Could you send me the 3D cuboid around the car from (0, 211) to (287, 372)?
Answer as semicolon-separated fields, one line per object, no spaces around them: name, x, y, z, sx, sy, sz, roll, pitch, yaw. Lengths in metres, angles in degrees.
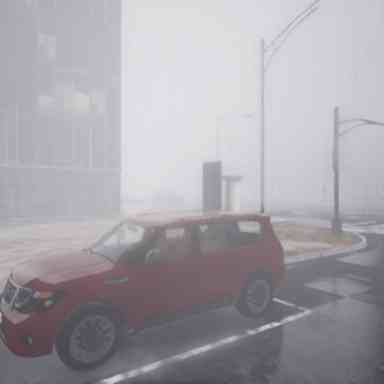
car;-0.474;1.312;5.841;5.009;1.841;2.192;0;0;-35

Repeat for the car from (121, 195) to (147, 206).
car;-7.879;1.035;43.427;2.033;1.411;5.357;0;1;-36

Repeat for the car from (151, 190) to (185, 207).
car;-3.095;0.757;42.418;2.150;2.045;5.566;0;1;-36
